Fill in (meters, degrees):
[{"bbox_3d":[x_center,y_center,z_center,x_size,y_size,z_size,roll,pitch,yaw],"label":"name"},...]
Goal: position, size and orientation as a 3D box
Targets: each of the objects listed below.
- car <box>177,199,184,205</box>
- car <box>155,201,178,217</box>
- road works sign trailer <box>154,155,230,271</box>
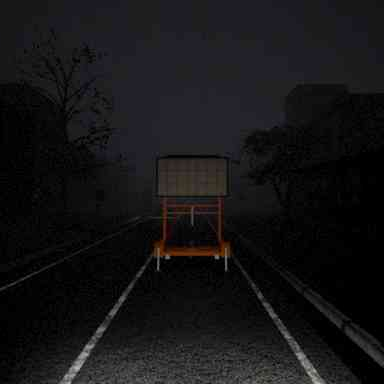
[{"bbox_3d":[-2.937,2.476,79.473,1.812,1.442,4.674,0,0,0],"label":"car"},{"bbox_3d":[-3.072,2.055,38.062,2.033,1.411,5.357,0,-1,0],"label":"car"},{"bbox_3d":[0.009,0.567,11.193,2.380,3.560,2.880,0,-1,0],"label":"road works sign trailer"}]
